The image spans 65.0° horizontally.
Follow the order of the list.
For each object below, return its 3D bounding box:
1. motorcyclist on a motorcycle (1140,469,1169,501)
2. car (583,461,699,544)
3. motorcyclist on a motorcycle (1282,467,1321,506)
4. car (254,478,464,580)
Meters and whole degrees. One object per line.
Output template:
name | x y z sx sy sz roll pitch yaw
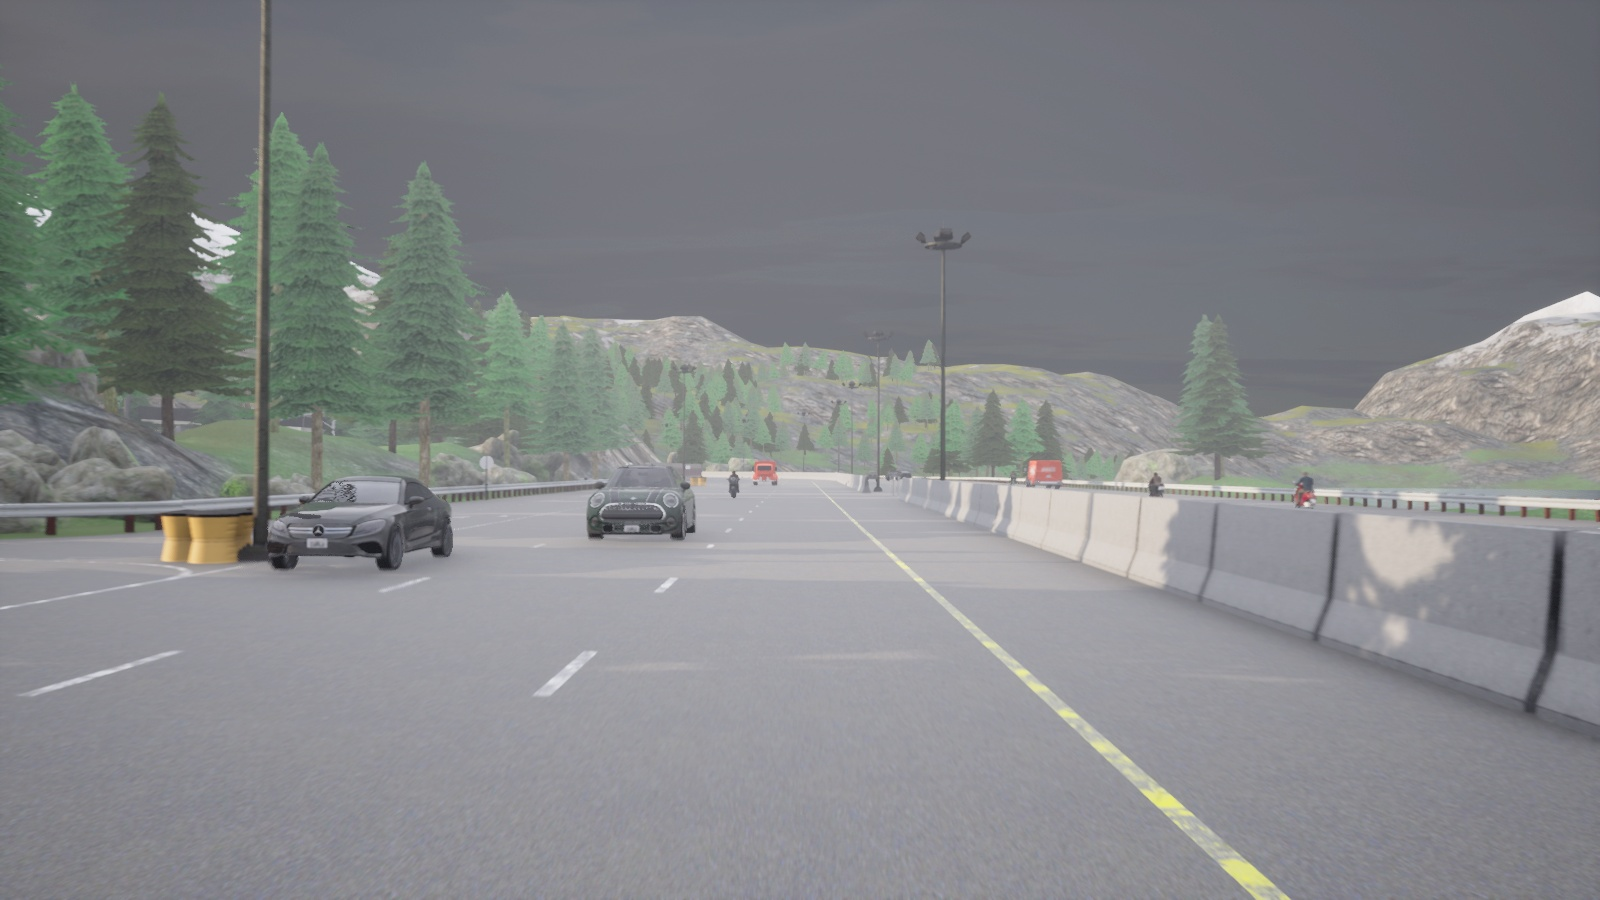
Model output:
motorcyclist on a motorcycle | 17.420 1.719 61.762 0.797 1.523 2.044 0 -1 0
car | -3.571 1.153 29.016 2.097 1.767 4.553 0 -1 0
motorcyclist on a motorcycle | 20.916 1.526 52.392 0.866 1.590 1.817 0 -1 0
car | -7.050 1.200 20.642 1.812 1.442 4.674 0 -1 0
